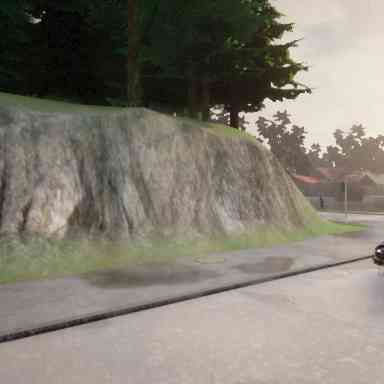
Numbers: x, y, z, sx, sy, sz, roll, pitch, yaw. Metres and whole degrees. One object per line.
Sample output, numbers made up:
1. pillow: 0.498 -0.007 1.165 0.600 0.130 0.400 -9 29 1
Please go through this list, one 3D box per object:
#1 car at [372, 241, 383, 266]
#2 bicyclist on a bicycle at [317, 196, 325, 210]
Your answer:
1. car: 7.623 1.547 10.075 5.357 1.411 2.033 0 0 -36
2. bicyclist on a bicycle: 15.522 1.348 39.962 1.656 1.620 0.582 0 0 -36
